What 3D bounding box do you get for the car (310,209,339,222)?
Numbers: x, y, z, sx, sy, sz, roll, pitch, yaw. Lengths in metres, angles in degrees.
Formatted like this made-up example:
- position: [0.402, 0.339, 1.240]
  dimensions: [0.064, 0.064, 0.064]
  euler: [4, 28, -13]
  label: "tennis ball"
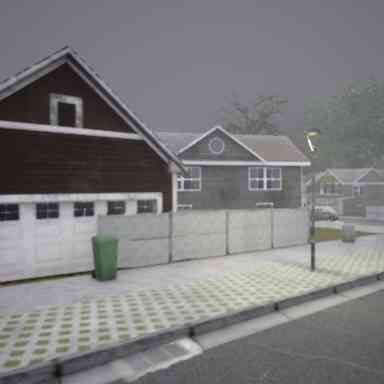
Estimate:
- position: [14.454, 2.615, 37.366]
  dimensions: [1.994, 1.385, 4.181]
  euler: [-1, -2, -14]
  label: "car"
